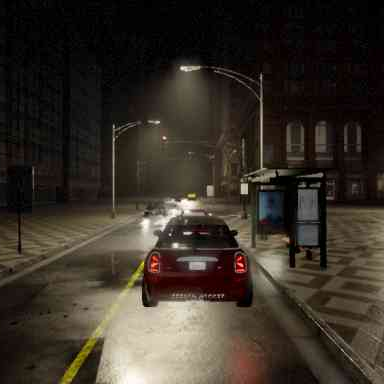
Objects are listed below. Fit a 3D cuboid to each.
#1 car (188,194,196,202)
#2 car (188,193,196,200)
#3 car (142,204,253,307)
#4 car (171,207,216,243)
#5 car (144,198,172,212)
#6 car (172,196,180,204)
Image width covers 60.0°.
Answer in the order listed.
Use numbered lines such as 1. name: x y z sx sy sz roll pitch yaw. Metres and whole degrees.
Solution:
1. car: -0.039 1.442 74.360 1.895 1.301 4.718 0 0 0
2. car: -0.044 1.127 84.335 1.882 1.535 5.008 0 0 0
3. car: 0.096 1.352 8.126 2.097 1.767 4.553 0 0 0
4. car: 0.087 1.558 16.769 1.994 1.385 4.181 0 0 1
5. car: -3.117 1.475 29.695 1.837 1.490 4.892 0 0 0
6. car: -3.120 1.539 46.128 1.895 1.301 4.718 0 0 0
